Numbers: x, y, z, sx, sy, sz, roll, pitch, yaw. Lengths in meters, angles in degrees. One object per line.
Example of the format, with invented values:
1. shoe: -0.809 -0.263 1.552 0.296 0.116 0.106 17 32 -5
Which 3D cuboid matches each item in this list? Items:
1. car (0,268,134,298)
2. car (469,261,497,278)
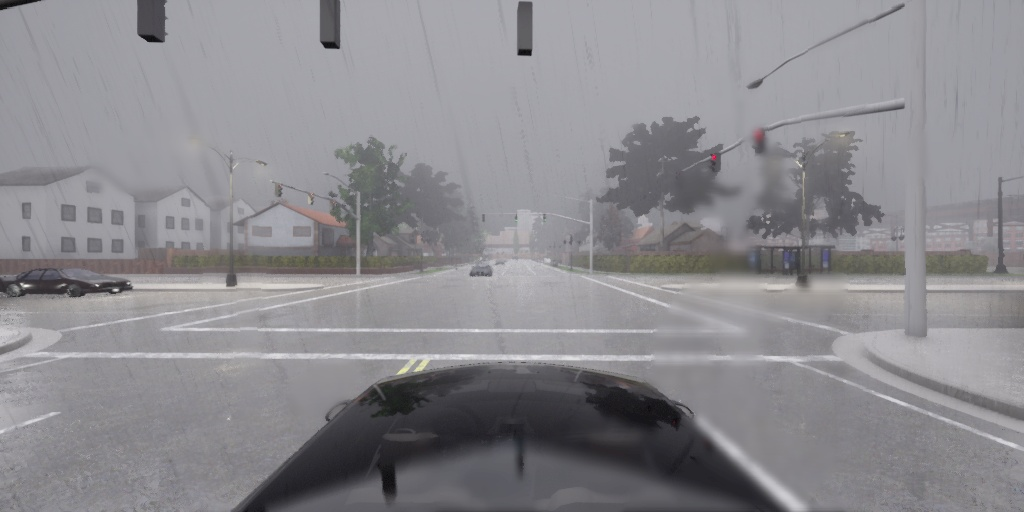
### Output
1. car: -22.221 1.297 17.816 5.357 1.411 2.033 0 0 2
2. car: -2.816 1.377 33.931 1.994 1.385 4.181 0 0 1
